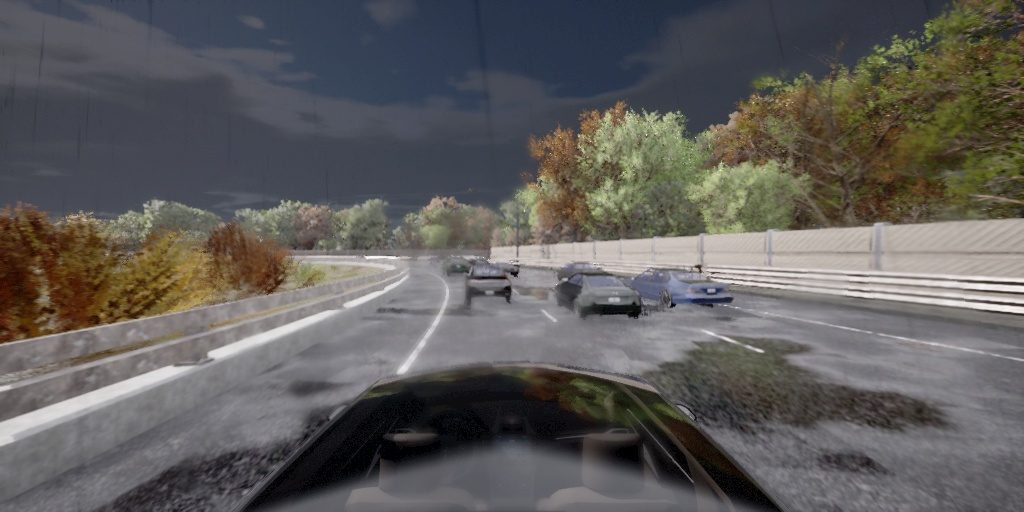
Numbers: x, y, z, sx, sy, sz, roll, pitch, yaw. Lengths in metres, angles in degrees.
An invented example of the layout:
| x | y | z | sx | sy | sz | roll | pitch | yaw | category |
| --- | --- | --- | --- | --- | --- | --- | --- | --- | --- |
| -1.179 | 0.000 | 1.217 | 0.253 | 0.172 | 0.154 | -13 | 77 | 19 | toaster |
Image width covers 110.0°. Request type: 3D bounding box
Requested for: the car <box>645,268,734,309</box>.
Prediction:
| x | y | z | sx | sy | sz | roll | pitch | yaw | category |
| --- | --- | --- | --- | --- | --- | --- | --- | --- | --- |
| 6.240 | 1.188 | 14.440 | 2.033 | 1.411 | 5.357 | 0 | 0 | -10 | car |

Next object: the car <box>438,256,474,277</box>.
| x | y | z | sx | sy | sz | roll | pitch | yaw | category |
| --- | --- | --- | --- | --- | --- | --- | --- | --- | --- |
| -5.264 | 0.905 | 33.223 | 2.097 | 1.767 | 4.553 | 0 | 0 | -17 | car |

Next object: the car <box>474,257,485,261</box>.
| x | y | z | sx | sy | sz | roll | pitch | yaw | category |
| --- | --- | --- | --- | --- | --- | --- | --- | --- | --- |
| -4.876 | 0.922 | 50.798 | 2.128 | 1.511 | 4.902 | 0 | 0 | -25 | car |

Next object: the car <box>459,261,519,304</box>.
| x | y | z | sx | sy | sz | roll | pitch | yaw | category |
| --- | --- | --- | --- | --- | --- | --- | --- | --- | --- |
| -1.125 | 1.149 | 15.809 | 2.128 | 1.511 | 4.902 | 0 | 0 | -7 | car |

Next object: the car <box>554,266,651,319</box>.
| x | y | z | sx | sy | sz | roll | pitch | yaw | category |
| --- | --- | --- | --- | --- | --- | --- | --- | --- | --- |
| 2.784 | 1.230 | 12.435 | 1.994 | 1.385 | 4.181 | 0 | 0 | -6 | car |

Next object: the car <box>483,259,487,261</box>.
| x | y | z | sx | sy | sz | roll | pitch | yaw | category |
| --- | --- | --- | --- | --- | --- | --- | --- | --- | --- |
| -0.896 | 1.152 | 31.133 | 1.895 | 1.301 | 4.718 | 0 | 0 | -16 | car |

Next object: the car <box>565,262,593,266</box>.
| x | y | z | sx | sy | sz | roll | pitch | yaw | category |
| --- | --- | --- | --- | --- | --- | --- | --- | --- | --- |
| 4.488 | 1.126 | 24.289 | 2.033 | 1.411 | 5.357 | 0 | 0 | -13 | car |
